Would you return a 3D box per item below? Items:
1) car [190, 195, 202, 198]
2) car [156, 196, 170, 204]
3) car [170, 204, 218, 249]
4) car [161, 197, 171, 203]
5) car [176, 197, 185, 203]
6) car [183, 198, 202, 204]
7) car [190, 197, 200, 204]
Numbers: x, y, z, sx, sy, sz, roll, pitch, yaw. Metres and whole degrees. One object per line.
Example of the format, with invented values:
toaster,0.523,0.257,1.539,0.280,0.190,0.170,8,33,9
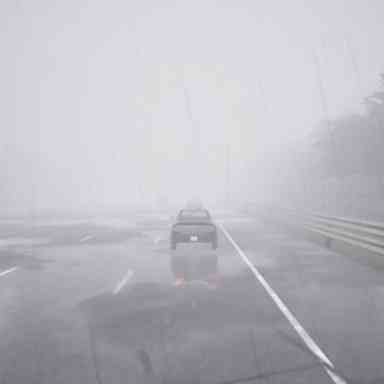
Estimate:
car,0.535,1.732,59.127,2.033,1.411,5.357,0,0,1
car,-6.356,1.579,70.267,2.097,1.767,4.553,0,0,1
car,0.098,1.506,14.661,2.128,1.511,4.902,0,0,1
car,-6.227,1.807,79.079,1.895,1.301,4.718,0,0,2
car,-2.727,1.807,79.033,2.033,1.411,5.357,0,0,2
car,0.311,1.689,36.466,1.895,1.301,4.718,0,0,1
car,0.640,1.781,69.831,1.994,1.385,4.181,0,0,1
